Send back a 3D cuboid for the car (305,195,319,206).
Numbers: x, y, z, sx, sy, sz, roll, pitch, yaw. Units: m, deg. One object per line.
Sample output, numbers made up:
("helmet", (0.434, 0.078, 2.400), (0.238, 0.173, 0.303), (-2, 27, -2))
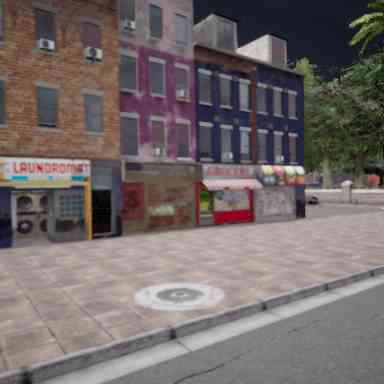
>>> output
("car", (13.900, 0.976, 42.021), (1.947, 1.339, 4.313), (-1, 1, -35))
